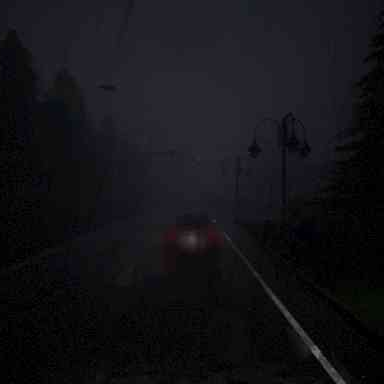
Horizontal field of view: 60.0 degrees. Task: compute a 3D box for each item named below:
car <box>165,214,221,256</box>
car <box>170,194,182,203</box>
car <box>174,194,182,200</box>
[{"bbox_3d":[0.039,1.562,13.075,1.994,1.385,4.181,0,0,1],"label":"car"},{"bbox_3d":[-3.527,1.485,70.326,1.837,1.490,4.892,0,0,0],"label":"car"},{"bbox_3d":[-3.533,1.232,85.946,1.812,1.442,4.674,0,0,0],"label":"car"}]
